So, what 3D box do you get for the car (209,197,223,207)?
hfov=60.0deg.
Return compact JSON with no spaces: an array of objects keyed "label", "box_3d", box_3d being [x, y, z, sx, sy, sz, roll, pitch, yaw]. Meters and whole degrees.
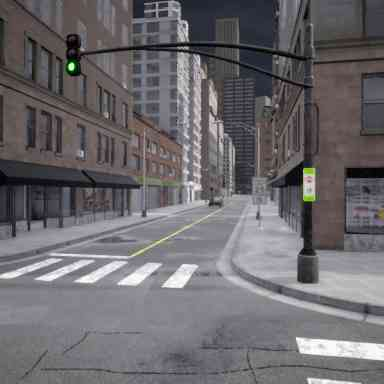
[{"label":"car","box_3d":[3.728,1.468,51.205,1.882,1.535,5.008,0,0,11]}]
